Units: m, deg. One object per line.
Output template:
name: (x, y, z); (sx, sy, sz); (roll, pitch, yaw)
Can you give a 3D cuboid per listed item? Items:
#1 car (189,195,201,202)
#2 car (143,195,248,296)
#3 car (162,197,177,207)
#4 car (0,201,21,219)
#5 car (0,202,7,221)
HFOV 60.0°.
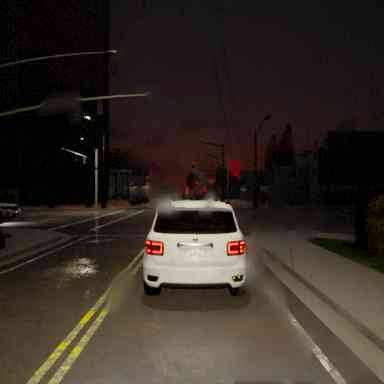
car: (0.839, 1.464, 78.688); (1.882, 1.535, 5.008); (0, 0, 12)
car: (0.080, 1.221, 8.818); (2.150, 2.045, 5.566); (0, 0, 0)
car: (-3.530, 1.564, 52.961); (1.994, 1.385, 4.181); (0, 0, 0)
car: (-17.298, 1.338, 27.558); (5.566, 2.045, 2.150); (-1, 0, 0)
car: (-16.219, 1.667, 24.062); (4.181, 1.385, 1.994); (-1, 0, 0)
